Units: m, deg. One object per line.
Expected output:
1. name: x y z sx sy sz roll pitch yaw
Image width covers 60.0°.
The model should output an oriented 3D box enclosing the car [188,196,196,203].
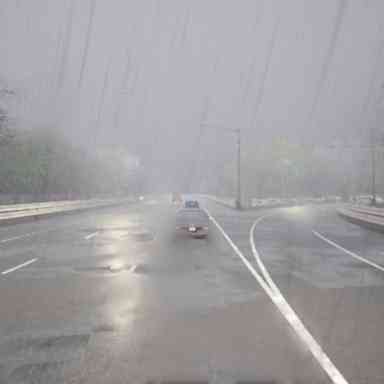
1. car: 0.025 1.719 76.935 1.837 1.490 4.892 0 0 0

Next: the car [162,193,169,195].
1. car: -6.972 1.317 86.652 2.150 2.045 5.566 0 0 0

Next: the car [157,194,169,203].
1. car: -6.975 1.763 76.615 1.994 1.385 4.181 0 0 0

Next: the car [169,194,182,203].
1. car: -3.476 1.433 76.228 2.150 2.045 5.566 0 0 0

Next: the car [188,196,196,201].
1. car: 0.028 1.706 87.064 1.895 1.301 4.718 0 0 0

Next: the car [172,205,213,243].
1. car: 0.008 1.578 16.233 2.033 1.411 5.357 0 0 0

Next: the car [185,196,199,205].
1. car: 0.016 1.576 47.750 1.882 1.535 5.008 0 0 0
